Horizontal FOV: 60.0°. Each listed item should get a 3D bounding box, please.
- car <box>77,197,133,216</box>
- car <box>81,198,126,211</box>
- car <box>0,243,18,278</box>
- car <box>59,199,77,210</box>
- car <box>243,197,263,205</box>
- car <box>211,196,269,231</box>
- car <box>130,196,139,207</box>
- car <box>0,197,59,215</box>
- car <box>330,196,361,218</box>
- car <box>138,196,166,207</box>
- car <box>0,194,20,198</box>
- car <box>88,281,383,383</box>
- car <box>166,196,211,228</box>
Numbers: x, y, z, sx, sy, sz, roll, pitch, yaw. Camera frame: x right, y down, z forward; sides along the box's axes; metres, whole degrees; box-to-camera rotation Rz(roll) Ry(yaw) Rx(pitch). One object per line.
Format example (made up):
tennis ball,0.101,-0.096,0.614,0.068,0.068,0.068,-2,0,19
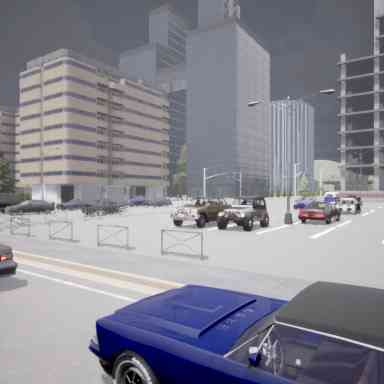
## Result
car,-8.359,1.505,32.443,1.837,1.490,4.892,0,0,34
car,-10.934,1.547,41.525,2.033,1.411,5.357,0,0,34
car,-6.673,1.547,8.669,5.357,1.411,2.033,0,0,35
car,-14.502,1.547,42.500,2.033,1.411,5.357,0,0,34
car,11.402,1.601,61.912,1.895,1.301,4.718,0,0,35
car,3.062,1.156,19.242,1.905,1.878,3.866,0,0,34
car,-8.826,1.352,50.896,2.097,1.767,4.553,0,0,35
car,-16.264,1.526,33.553,1.812,1.442,4.674,0,0,34
car,15.086,1.395,32.197,1.970,1.475,3.806,0,0,34
car,-5.142,1.547,50.141,2.033,1.411,5.357,0,0,34
car,-20.212,1.222,33.991,2.150,2.045,5.566,0,0,34
car,1.172,1.601,3.153,4.718,1.301,1.895,0,0,35
car,0.694,1.153,20.908,1.932,1.855,4.605,0,0,34
